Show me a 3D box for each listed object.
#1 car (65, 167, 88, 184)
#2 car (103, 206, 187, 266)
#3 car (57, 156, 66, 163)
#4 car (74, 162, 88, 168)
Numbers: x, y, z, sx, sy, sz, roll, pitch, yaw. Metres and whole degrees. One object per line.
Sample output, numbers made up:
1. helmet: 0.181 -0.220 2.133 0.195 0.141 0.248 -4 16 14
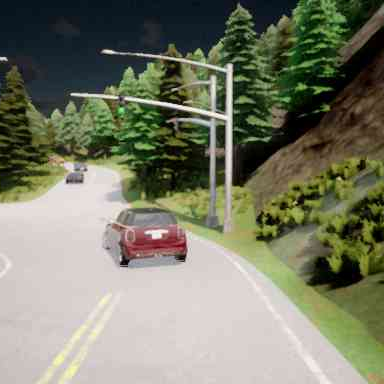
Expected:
1. car: -14.260 -1.817 40.791 1.994 1.385 4.181 -1 9 -13
2. car: -1.835 1.336 11.868 2.097 1.767 4.553 0 0 -22
3. car: -26.844 -6.340 66.041 5.008 1.535 1.882 10 10 41
4. car: -18.029 -4.096 54.102 2.128 1.511 4.902 -2 10 -22
